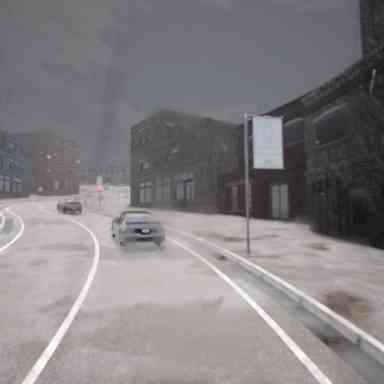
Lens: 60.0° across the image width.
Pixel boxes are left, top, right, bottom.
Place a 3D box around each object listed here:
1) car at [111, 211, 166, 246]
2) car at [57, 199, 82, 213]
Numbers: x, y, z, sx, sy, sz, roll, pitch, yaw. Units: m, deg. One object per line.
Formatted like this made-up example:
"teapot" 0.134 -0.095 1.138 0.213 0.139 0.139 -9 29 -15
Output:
"car" -2.651 1.582 15.532 2.033 1.411 5.357 1 0 -19
"car" -13.034 1.438 35.308 2.128 1.511 4.902 2 -1 -32
